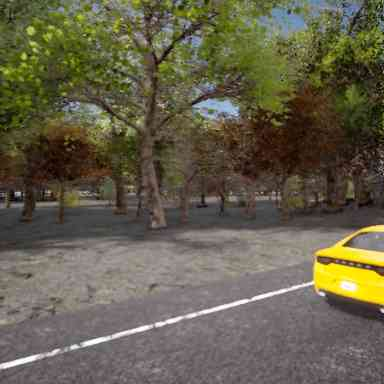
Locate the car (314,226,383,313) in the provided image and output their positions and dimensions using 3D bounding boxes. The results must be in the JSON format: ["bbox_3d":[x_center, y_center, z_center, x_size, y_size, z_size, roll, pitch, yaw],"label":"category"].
[{"bbox_3d":[4.684,1.449,7.099,5.008,1.535,1.882,0,0,-35],"label":"car"}]
